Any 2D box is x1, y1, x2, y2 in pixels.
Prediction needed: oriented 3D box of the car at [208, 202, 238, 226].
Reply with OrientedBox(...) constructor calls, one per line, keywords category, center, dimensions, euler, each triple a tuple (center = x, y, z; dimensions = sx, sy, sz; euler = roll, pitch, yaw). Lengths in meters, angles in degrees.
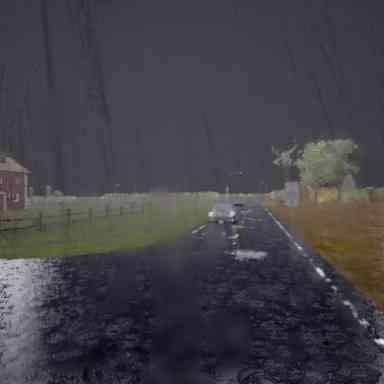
OrientedBox(category="car", center=(2.492, 1.604, 26.102), dimensions=(2.097, 1.767, 4.553), euler=(-2, -1, 10))
